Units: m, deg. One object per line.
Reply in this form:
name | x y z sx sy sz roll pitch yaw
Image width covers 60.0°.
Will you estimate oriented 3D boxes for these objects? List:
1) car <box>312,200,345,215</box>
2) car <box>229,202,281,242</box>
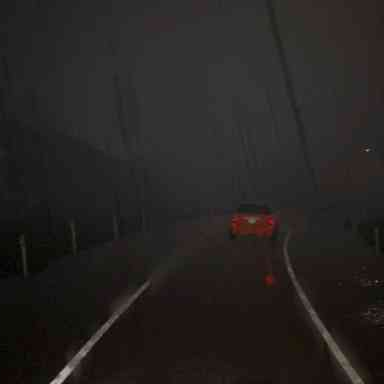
car | 14.913 1.635 36.241 2.033 1.411 5.357 5 2 43
car | 3.269 1.283 16.495 2.097 1.767 4.553 2 1 18
